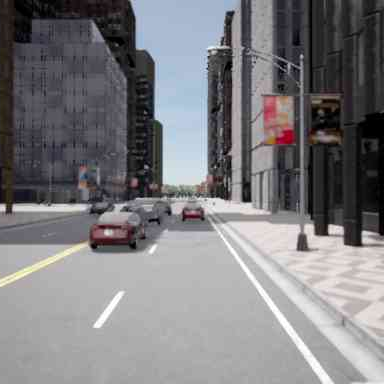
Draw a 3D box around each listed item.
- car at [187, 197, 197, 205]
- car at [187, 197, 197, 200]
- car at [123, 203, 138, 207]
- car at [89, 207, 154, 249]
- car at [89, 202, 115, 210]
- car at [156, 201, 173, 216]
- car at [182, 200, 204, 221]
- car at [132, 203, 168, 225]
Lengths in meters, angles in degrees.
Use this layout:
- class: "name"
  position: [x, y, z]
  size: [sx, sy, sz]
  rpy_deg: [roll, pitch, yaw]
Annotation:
- class: "car"
  position: [0.029, 1.969, 75.245]
  size: [2.097, 1.767, 4.553]
  rpy_deg: [0, 0, 0]
- class: "car"
  position: [0.093, 2.007, 57.591]
  size: [1.812, 1.442, 4.674]
  rpy_deg: [0, 0, 0]
- class: "car"
  position: [-6.577, 1.883, 36.772]
  size: [1.994, 1.385, 4.181]
  rpy_deg: [0, -1, 0]
- class: "car"
  position: [-3.243, 1.640, 15.321]
  size: [2.163, 1.488, 4.792]
  rpy_deg: [0, -1, 0]
- class: "car"
  position: [-9.826, 1.796, 36.678]
  size: [1.882, 1.535, 5.008]
  rpy_deg: [0, -1, 0]
- class: "car"
  position: [-3.235, 1.755, 37.290]
  size: [2.033, 1.649, 4.856]
  rpy_deg: [0, 0, 0]
- class: "car"
  position: [0.093, 1.771, 30.541]
  size: [2.163, 1.488, 4.792]
  rpy_deg: [0, 0, 0]
- class: "car"
  position: [-3.239, 1.833, 26.319]
  size: [1.895, 1.301, 4.718]
  rpy_deg: [0, 0, 0]
